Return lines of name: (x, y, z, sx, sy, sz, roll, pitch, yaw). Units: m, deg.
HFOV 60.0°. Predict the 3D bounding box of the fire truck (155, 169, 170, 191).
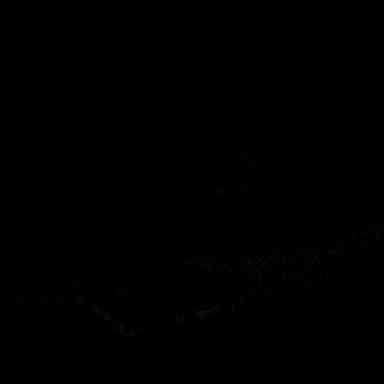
fire truck: (-6.233, -1.147, 43.695, 2.891, 3.827, 8.468, 0, 3, -35)
